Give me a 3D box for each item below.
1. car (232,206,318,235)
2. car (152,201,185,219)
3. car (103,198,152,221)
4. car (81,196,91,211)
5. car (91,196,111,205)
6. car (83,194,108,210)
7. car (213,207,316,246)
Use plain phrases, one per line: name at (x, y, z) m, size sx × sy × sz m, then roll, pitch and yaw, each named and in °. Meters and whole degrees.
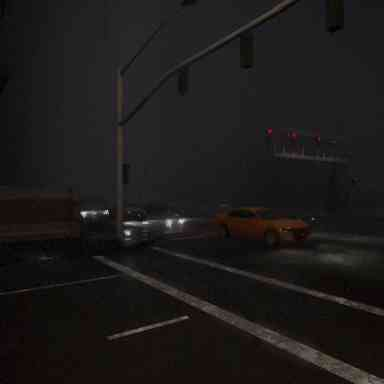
car at (4.825, 1.601, 19.815) m, size 1.895 × 1.301 × 4.718 m, roll 0°, pitch 0°, yaw -42°
car at (-2.837, 1.547, 29.801) m, size 2.033 × 1.411 × 5.357 m, roll 0°, pitch 0°, yaw -36°
car at (-5.418, 1.526, 27.398) m, size 1.812 × 1.442 × 4.674 m, roll 0°, pitch 0°, yaw -36°
car at (-13.964, 1.562, 39.298) m, size 1.994 × 1.385 × 4.181 m, roll 0°, pitch 0°, yaw -36°
car at (-16.830, 1.478, 61.608) m, size 1.882 × 1.535 × 5.008 m, roll 0°, pitch 0°, yaw -36°
car at (-12.938, 1.223, 43.874) m, size 2.150 × 2.045 × 5.566 m, roll 0°, pitch 0°, yaw -36°
car at (3.065, 1.477, 15.592) m, size 1.882 × 1.535 × 5.008 m, roll 0°, pitch 0°, yaw -36°
